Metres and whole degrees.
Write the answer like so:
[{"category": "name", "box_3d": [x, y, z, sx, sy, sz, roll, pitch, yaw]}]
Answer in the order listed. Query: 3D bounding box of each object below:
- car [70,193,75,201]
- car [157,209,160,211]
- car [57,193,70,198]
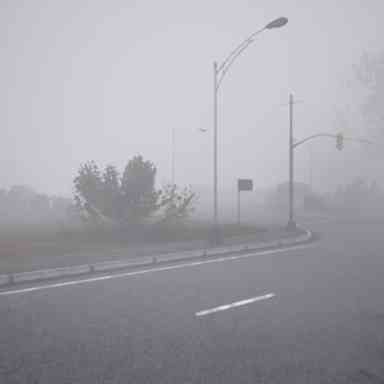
[{"category": "car", "box_3d": [-17.680, 1.364, 54.289, 2.097, 1.767, 4.553, 0, 0, -38]}, {"category": "car", "box_3d": [-5.561, 1.487, 38.961, 1.837, 1.490, 4.892, 0, 0, -39]}, {"category": "car", "box_3d": [-32.212, 1.196, 84.701, 2.150, 2.045, 5.566, 0, 0, -36]}]
